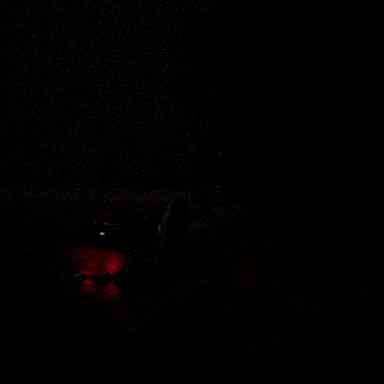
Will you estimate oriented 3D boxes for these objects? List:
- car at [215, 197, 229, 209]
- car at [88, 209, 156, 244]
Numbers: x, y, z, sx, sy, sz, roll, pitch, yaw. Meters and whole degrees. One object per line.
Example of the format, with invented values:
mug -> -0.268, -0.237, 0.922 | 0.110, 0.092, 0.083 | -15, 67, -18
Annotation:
car -> 5.359, 1.857, 58.905 | 2.150, 2.045, 5.566 | 3, 0, 9
car -> -3.265, 1.596, 16.614 | 2.128, 1.511, 4.902 | 3, 0, 14
